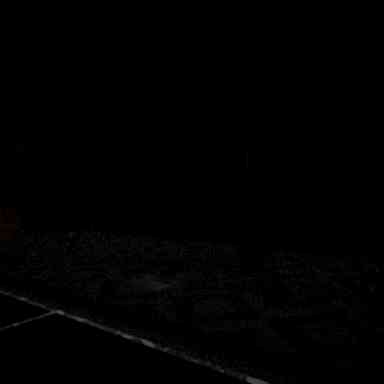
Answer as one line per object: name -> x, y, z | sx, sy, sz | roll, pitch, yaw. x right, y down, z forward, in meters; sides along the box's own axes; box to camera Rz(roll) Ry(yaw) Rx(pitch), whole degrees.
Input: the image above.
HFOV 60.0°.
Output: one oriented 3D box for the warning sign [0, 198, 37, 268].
warning sign -> -5.383, 1.127, 9.600 | 1.060, 1.860, 1.300 | 0, 0, 35
